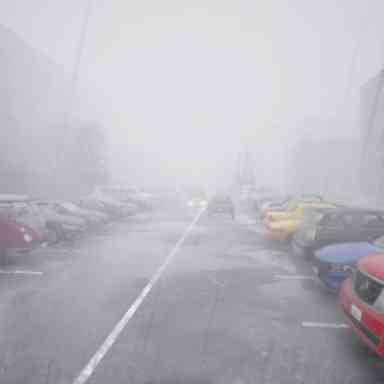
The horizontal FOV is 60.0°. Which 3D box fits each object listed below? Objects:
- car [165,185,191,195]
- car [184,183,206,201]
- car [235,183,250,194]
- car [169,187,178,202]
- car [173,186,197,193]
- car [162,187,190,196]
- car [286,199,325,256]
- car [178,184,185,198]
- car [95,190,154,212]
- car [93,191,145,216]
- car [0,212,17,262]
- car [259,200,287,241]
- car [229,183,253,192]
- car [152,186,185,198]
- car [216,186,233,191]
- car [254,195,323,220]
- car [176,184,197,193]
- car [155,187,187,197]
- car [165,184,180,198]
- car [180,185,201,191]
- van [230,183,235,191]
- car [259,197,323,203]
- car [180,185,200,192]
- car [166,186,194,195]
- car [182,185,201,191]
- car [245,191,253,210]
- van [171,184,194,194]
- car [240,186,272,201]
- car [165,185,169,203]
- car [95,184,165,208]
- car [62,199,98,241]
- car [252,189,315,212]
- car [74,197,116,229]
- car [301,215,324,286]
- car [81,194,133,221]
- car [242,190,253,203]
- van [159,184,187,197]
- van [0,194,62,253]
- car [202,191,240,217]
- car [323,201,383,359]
[{"bbox_3d":[-2.481,-0.380,60.560,4.553,1.767,2.185,1,2,5],"label":"car"},{"bbox_3d":[0.680,0.025,44.198,2.150,2.045,5.566,1,2,5],"label":"car"},{"bbox_3d":[7.795,0.336,36.170,5.566,2.045,2.435,1,2,5],"label":"car"},{"bbox_3d":[-4.394,0.461,38.307,4.792,1.488,2.163,1,2,5],"label":"car"},{"bbox_3d":[-1.459,-0.596,71.687,4.892,1.521,2.231,1,2,5],"label":"car"},{"bbox_3d":[-2.696,-0.129,57.782,4.674,1.452,2.002,1,2,5],"label":"car"},{"bbox_3d":[5.400,1.267,9.846,4.553,1.767,2.185,1,2,5],"label":"car"},{"bbox_3d":[-3.710,-0.078,46.648,5.566,2.045,2.435,1,2,5],"label":"car"},{"bbox_3d":[-5.651,0.859,24.402,5.008,1.535,2.097,1,2,5],"label":"car"},{"bbox_3d":[-5.910,0.945,21.623,4.892,1.521,2.231,1,2,5],"label":"car"},{"bbox_3d":[-7.131,1.341,7.701,4.892,1.521,2.231,1,1,5],"label":"car"},{"bbox_3d":[5.505,1.303,12.793,5.366,1.575,1.946,1,2,5],"label":"car"},{"bbox_3d":[11.611,-0.989,79.212,5.566,2.045,2.435,1,2,5],"label":"car"},{"bbox_3d":[-3.406,-0.037,49.430,4.553,1.767,2.185,1,2,5],"label":"car"},{"bbox_3d":[3.612,0.411,41.185,2.128,1.511,4.902,1,2,5],"label":"car"},{"bbox_3d":[6.226,1.125,18.752,4.892,1.521,2.231,1,2,5],"label":"car"},{"bbox_3d":[-1.185,-0.808,74.461,4.553,1.767,2.185,1,2,5],"label":"car"},{"bbox_3d":[-3.219,0.032,52.219,4.792,1.488,2.163,1,2,5],"label":"car"},{"bbox_3d":[-4.208,0.219,41.091,4.553,1.767,2.185,1,2,5],"label":"car"},{"bbox_3d":[-0.417,-1.030,85.611,5.366,1.575,1.946,1,2,5],"label":"car"},{"bbox_3d":[11.453,-0.877,76.426,4.442,1.987,1.878,1,2,5],"label":"van"},{"bbox_3d":[6.134,1.216,15.687,5.366,1.575,1.946,1,2,5],"label":"car"},{"bbox_3d":[-0.507,-0.910,82.816,4.792,1.488,2.163,1,2,5],"label":"car"},{"bbox_3d":[-2.210,-0.336,63.219,5.008,1.535,2.097,1,2,5],"label":"car"},{"bbox_3d":[-0.015,-1.081,88.380,4.792,1.488,2.163,1,2,5],"label":"car"},{"bbox_3d":[6.983,0.897,27.406,4.674,1.452,2.002,1,2,5],"label":"car"},{"bbox_3d":[-1.840,-0.650,66.108,4.442,1.987,1.878,1,2,5],"label":"van"},{"bbox_3d":[7.486,0.548,33.378,4.553,1.767,2.185,1,2,5],"label":"car"},{"bbox_3d":[-4.959,0.480,32.622,4.553,1.767,2.185,1,2,5],"label":"car"},{"bbox_3d":[-5.380,0.522,27.175,5.566,2.045,2.435,1,2,5],"label":"car"},{"bbox_3d":[-6.650,1.202,13.281,4.892,1.521,2.231,1,2,5],"label":"car"},{"bbox_3d":[6.500,0.912,21.547,4.553,1.767,2.185,1,2,5],"label":"car"},{"bbox_3d":[-6.399,1.156,16.060,4.674,1.452,2.002,1,2,5],"label":"car"},{"bbox_3d":[5.186,1.457,7.028,5.008,1.535,2.097,1,1,5],"label":"car"},{"bbox_3d":[-6.155,1.035,18.716,4.892,1.521,2.231,1,2,5],"label":"car"},{"bbox_3d":[7.254,0.804,30.456,4.674,1.452,2.002,1,2,5],"label":"car"},{"bbox_3d":[-3.059,-0.310,55.003,4.442,1.987,1.878,1,2,5],"label":"van"},{"bbox_3d":[-6.772,1.056,10.482,4.442,1.987,1.878,1,1,5],"label":"van"},{"bbox_3d":[2.127,0.927,24.441,2.128,1.511,4.902,1,2,5],"label":"car"},{"bbox_3d":[4.895,1.249,4.094,5.566,2.045,2.435,1,1,5],"label":"car"}]
